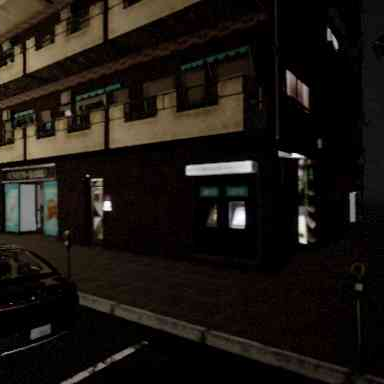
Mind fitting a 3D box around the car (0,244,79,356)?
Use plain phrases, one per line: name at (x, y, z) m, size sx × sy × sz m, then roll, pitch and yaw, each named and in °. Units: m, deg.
car at (-3.700, 1.548, 5.529) m, size 4.403 × 1.369 × 2.008 m, roll 0°, pitch -1°, yaw 36°
